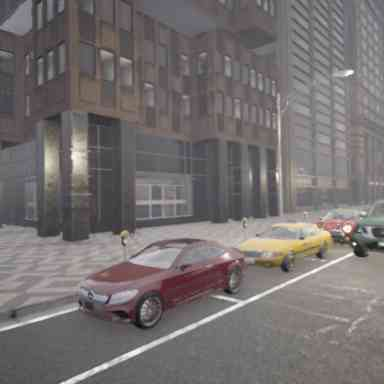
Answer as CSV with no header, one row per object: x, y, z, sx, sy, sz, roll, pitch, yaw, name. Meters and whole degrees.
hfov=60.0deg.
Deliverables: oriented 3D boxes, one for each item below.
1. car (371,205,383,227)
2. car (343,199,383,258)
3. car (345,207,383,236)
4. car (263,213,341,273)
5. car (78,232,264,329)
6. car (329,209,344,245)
14.595,1.640,23.966,1.887,1.381,4.507,-2,-1,42,car
7.814,1.270,12.436,2.150,2.045,5.566,-2,-1,42,car
10.853,1.650,19.796,1.887,1.381,4.507,-2,-1,42,car
3.257,1.649,11.331,1.752,1.417,4.829,-2,-1,42,car
-0.370,1.715,7.288,1.802,1.307,4.206,-2,-1,42,car
7.110,1.554,15.628,1.967,1.590,4.097,-2,-1,42,car
